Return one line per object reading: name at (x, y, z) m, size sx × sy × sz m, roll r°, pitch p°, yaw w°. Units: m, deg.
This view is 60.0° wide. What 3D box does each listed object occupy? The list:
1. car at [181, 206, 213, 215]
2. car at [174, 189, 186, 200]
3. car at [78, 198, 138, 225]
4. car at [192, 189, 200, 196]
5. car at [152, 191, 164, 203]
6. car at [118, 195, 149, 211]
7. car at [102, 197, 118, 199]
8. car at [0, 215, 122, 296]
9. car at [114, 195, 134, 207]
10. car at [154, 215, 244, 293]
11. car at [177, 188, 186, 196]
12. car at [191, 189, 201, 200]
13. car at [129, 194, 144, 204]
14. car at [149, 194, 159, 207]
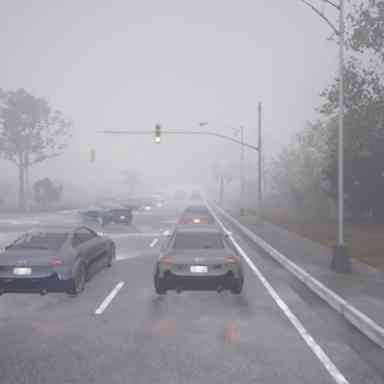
car at (0.275, 1.490, 19.809) m, size 1.994 × 1.385 × 4.181 m, roll 0°, pitch 0°, yaw 1°
car at (-2.672, 0.785, 69.673) m, size 1.994 × 1.385 × 4.181 m, roll 0°, pitch 3°, yaw 1°
car at (-5.888, 1.394, 22.120) m, size 1.882 × 1.535 × 5.008 m, roll 2°, pitch -1°, yaw -41°
car at (0.960, 0.019, 79.622) m, size 1.837 × 1.490 × 4.892 m, roll 0°, pitch 3°, yaw 1°
car at (-6.330, 0.888, 60.562) m, size 2.150 × 2.045 × 5.566 m, roll 0°, pitch 2°, yaw 2°
car at (-6.691, 1.404, 38.266) m, size 2.033 × 1.411 × 5.357 m, roll 0°, pitch 0°, yaw 1°
car at (-10.147, 1.356, 39.594) m, size 1.837 × 1.490 × 4.892 m, roll 0°, pitch 0°, yaw 4°
car at (-3.341, 1.530, 8.589) m, size 1.994 × 1.385 × 4.181 m, roll 0°, pitch 0°, yaw 0°
car at (-10.032, 1.292, 49.395) m, size 1.882 × 1.535 × 5.008 m, roll 0°, pitch 0°, yaw 1°
car at (0.160, 1.531, 8.778) m, size 1.994 × 1.385 × 4.181 m, roll 0°, pitch 0°, yaw 1°
car at (-2.540, -0.003, 79.667) m, size 1.882 × 1.535 × 5.008 m, roll 0°, pitch 3°, yaw 1°
car at (0.827, 0.590, 69.586) m, size 2.097 × 1.767 × 4.553 m, roll 0°, pitch 3°, yaw 1°
car at (-9.852, 1.233, 59.334) m, size 1.812 × 1.442 × 4.674 m, roll 0°, pitch 2°, yaw 1°
car at (-6.549, 1.366, 48.340) m, size 2.033 × 1.411 × 5.357 m, roll 0°, pitch 0°, yaw 1°
